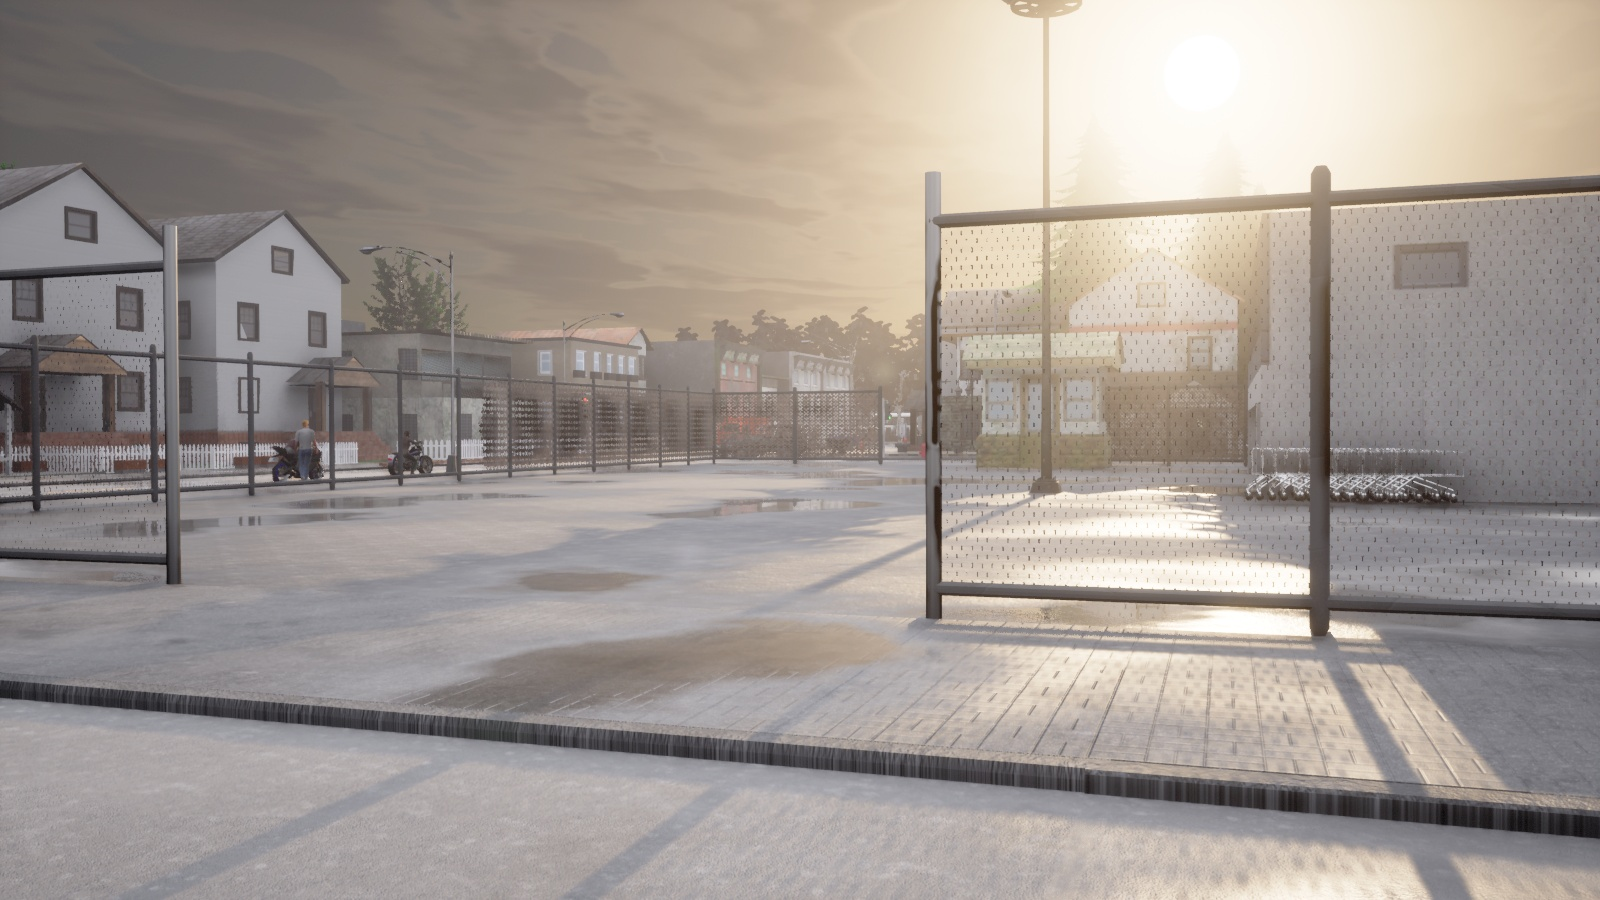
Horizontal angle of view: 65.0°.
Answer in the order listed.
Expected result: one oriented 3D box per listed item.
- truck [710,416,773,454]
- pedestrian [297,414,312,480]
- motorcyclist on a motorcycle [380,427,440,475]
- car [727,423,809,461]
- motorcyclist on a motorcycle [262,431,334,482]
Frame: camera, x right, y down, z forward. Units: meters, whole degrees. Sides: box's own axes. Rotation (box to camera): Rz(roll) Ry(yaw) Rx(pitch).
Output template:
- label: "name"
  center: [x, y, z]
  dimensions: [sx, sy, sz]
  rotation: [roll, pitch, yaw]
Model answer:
- label: "truck"
  center: [-3.927, -1.049, 85.792]
  dimensions: [2.627, 2.467, 5.204]
  rotation: [1, 1, 18]
- label: "pedestrian"
  center: [-14.051, -0.095, 35.577]
  dimensions: [0.354, 1.836, 0.706]
  rotation: [0, 1, -25]
- label: "motorcyclist on a motorcycle"
  center: [-13.768, 0.014, 44.441]
  dimensions: [0.766, 1.649, 2.350]
  rotation: [1, 1, 20]
- label: "car"
  center: [-1.648, -0.425, 65.011]
  dimensions: [3.866, 1.878, 1.905]
  rotation: [0, 1, 17]
- label: "motorcyclist on a motorcycle"
  center: [-15.574, 0.178, 39.026]
  dimensions: [0.866, 1.530, 2.191]
  rotation: [1, 1, 19]
